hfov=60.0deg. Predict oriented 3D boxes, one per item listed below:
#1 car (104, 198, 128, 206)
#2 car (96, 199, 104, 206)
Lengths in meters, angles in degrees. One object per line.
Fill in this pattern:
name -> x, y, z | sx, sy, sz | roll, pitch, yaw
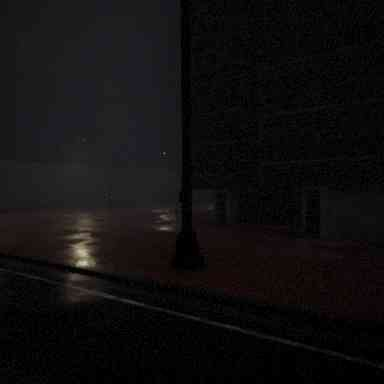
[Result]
car -> -15.478, 2.087, 69.765 | 1.812, 1.442, 4.674 | -1, 0, 36
car -> -18.321, 2.079, 71.807 | 1.882, 1.535, 5.008 | -1, 0, 36
